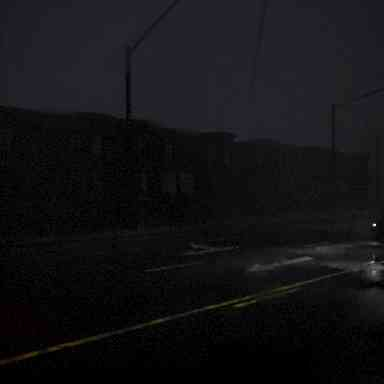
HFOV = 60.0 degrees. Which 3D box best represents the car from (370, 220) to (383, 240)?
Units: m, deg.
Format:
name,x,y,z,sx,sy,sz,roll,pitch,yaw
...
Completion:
name,x,y,z,sx,sy,sz,roll,pitch,yaw
car,10.576,1.601,15.999,4.718,1.301,1.895,0,0,-36
